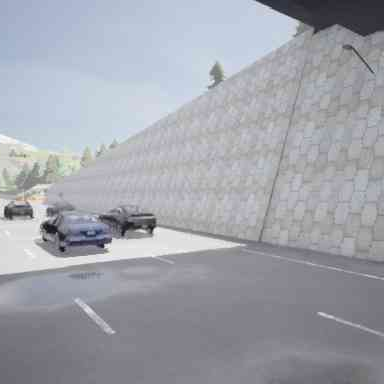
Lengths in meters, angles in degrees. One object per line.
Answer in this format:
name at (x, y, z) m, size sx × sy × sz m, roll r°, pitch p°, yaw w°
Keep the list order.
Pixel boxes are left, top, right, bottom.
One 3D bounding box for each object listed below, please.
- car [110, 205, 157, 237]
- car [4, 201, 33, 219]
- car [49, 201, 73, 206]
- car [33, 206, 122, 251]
car at (-3.702, 1.489, 18.381) m, size 2.128 × 1.511 × 4.902 m, roll 0°, pitch 0°, yaw -34°
car at (-15.010, 1.492, 28.789) m, size 2.128 × 1.511 × 4.902 m, roll 0°, pitch 0°, yaw -34°
car at (-12.138, 1.564, 30.793) m, size 1.994 × 1.385 × 4.181 m, roll 0°, pitch 0°, yaw -34°
car at (-5.107, 1.547, 14.223) m, size 2.033 × 1.411 × 5.357 m, roll 0°, pitch 0°, yaw -34°
